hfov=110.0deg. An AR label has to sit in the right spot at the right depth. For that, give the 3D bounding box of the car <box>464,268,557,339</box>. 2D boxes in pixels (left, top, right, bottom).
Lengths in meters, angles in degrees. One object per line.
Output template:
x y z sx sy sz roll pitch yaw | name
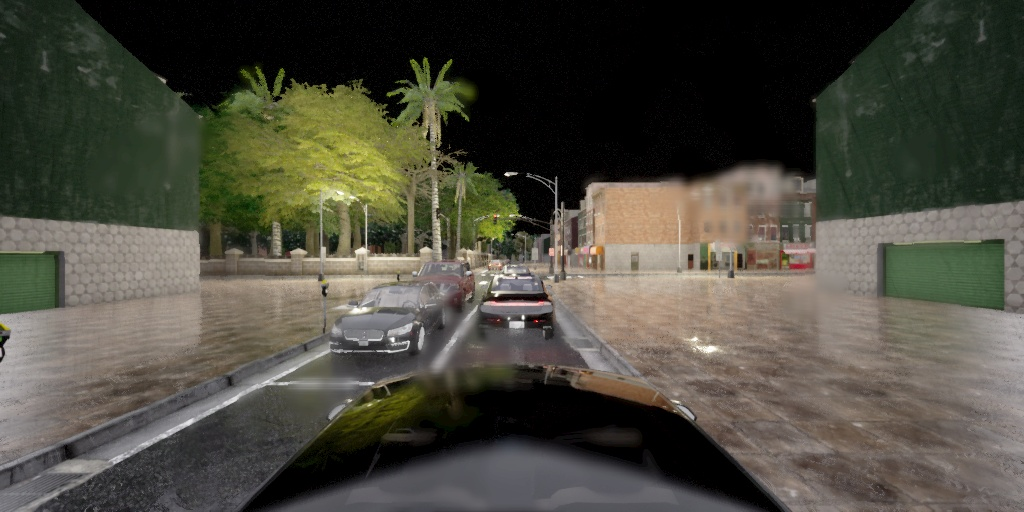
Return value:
0.130 1.243 10.017 2.128 1.511 4.902 0 0 0 | car

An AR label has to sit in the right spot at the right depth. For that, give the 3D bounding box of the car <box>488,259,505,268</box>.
-2.420 1.295 52.125 1.967 1.591 4.097 0 0 0 | car

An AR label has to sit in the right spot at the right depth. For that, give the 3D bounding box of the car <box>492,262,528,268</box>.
0.179 1.252 19.406 2.128 1.511 4.902 0 0 -2 | car

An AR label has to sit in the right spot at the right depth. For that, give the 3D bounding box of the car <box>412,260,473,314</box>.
-2.587 1.069 13.979 2.192 1.841 5.009 0 0 0 | car

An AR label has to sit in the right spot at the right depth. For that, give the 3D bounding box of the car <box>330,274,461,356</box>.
-2.611 1.301 8.516 2.007 1.370 4.403 0 0 0 | car
